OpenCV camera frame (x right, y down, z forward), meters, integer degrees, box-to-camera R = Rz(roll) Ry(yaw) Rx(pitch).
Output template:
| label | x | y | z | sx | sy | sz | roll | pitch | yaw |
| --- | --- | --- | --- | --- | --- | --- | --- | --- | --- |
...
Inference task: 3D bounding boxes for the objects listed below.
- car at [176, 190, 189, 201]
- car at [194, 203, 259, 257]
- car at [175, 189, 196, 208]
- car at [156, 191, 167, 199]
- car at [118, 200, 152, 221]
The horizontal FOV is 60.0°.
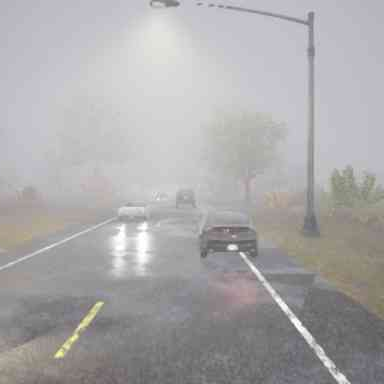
| label | x | y | z | sx | sy | sz | roll | pitch | yaw |
| --- | --- | --- | --- | --- | --- | --- | --- | --- | --- |
| car | -1.644 | 0.510 | 54.920 | 2.097 | 1.767 | 4.553 | 0 | 1 | -3 |
| car | 1.139 | 1.326 | 12.038 | 1.837 | 1.490 | 4.892 | 0 | 1 | -1 |
| car | -0.714 | 0.669 | 36.774 | 2.150 | 2.045 | 5.566 | 0 | 1 | -2 |
| car | -5.890 | 0.553 | 65.205 | 1.994 | 1.385 | 4.181 | 0 | 1 | -4 |
| car | -3.924 | 1.256 | 23.461 | 1.895 | 1.301 | 4.718 | 0 | 1 | -1 |
